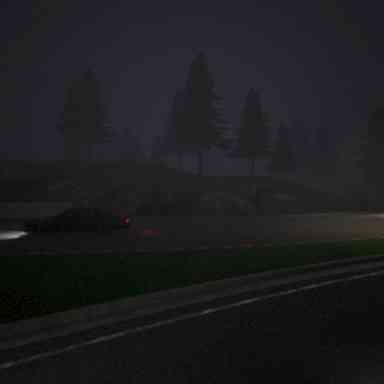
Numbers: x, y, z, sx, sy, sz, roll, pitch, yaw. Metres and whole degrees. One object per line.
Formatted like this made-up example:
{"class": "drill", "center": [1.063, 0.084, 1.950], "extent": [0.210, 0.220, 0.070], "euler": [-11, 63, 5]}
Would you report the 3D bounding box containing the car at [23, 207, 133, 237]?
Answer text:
{"class": "car", "center": [-5.850, 1.507, 17.575], "extent": [5.357, 1.411, 2.033], "euler": [0, 0, -7]}
